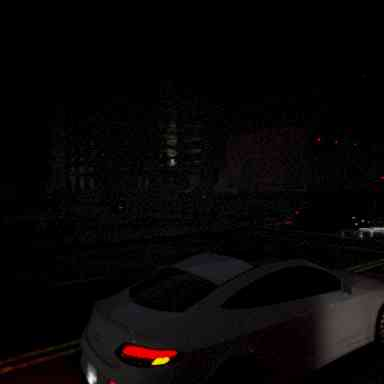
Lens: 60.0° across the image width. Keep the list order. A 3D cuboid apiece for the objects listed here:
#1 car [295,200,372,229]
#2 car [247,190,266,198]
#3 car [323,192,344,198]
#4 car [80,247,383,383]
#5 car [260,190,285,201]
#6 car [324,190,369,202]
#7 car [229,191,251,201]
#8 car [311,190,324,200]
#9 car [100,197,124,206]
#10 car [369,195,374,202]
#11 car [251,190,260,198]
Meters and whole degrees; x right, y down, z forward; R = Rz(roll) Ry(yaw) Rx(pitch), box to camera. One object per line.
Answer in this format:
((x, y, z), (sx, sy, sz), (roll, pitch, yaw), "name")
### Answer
((8.443, 1.437, 20.367), (1.994, 1.385, 4.181), (-1, 1, -37), "car")
((15.765, 0.537, 81.408), (1.932, 1.855, 4.605), (-1, 0, -35), "car")
((31.416, 0.663, 73.977), (1.784, 1.438, 3.905), (-1, 0, -35), "car")
((0.948, 1.492, 4.468), (4.674, 1.442, 1.812), (-1, 0, -35), "car")
((15.300, 0.896, 62.487), (1.970, 1.475, 3.806), (-1, 0, -35), "car")
((20.825, 0.713, 45.049), (1.932, 1.855, 4.605), (-1, 0, -35), "car")
((11.250, 0.837, 78.137), (1.970, 1.475, 3.806), (-1, 0, -35), "car")
((29.016, 0.482, 72.350), (1.932, 1.855, 4.605), (-1, 0, -35), "car")
((-11.669, 1.378, 48.261), (2.033, 1.411, 5.357), (-1, 1, -36), "car")
((23.215, 0.686, 46.682), (1.905, 1.878, 3.866), (-1, 0, -35), "car")
((13.609, 0.775, 79.814), (1.784, 1.438, 3.905), (-1, 0, -35), "car")
